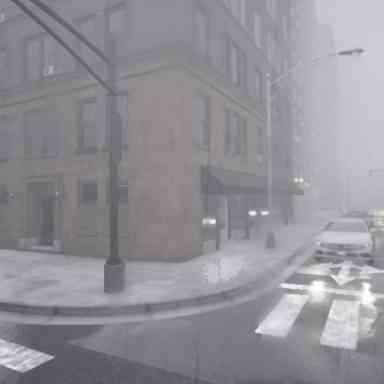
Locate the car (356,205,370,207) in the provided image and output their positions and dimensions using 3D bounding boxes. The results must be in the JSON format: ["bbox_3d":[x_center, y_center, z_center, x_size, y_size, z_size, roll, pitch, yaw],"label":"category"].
[{"bbox_3d":[17.033,2.033,33.118,1.812,1.442,4.674,-1,-1,29],"label":"car"}]

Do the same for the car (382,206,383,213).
[{"bbox_3d":[23.136,2.048,38.316,1.837,1.490,4.892,-1,-2,29],"label":"car"}]

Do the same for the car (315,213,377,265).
[{"bbox_3d":[6.006,1.739,12.833,1.812,1.442,4.674,-1,-1,30],"label":"car"}]

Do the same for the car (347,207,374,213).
[{"bbox_3d":[10.725,1.902,21.530,1.994,1.385,4.181,-1,-1,28],"label":"car"}]
